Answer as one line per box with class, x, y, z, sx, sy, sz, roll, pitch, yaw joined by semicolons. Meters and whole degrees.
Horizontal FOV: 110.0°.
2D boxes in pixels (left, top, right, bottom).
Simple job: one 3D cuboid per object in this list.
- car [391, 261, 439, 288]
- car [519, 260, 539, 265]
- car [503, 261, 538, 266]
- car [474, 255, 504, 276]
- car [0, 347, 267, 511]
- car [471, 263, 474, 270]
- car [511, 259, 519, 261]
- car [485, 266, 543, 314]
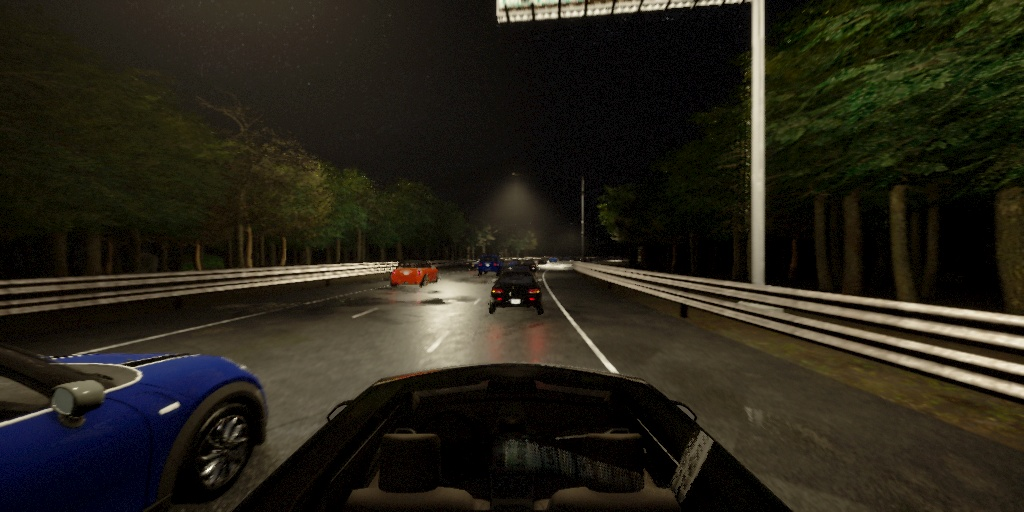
car;-6.343;1.088;23.989;2.097;1.767;4.553;0;0;3
car;2.154;1.272;44.955;1.812;1.442;4.674;0;0;6
car;0.711;1.312;26.319;1.994;1.385;4.181;0;0;3
car;-2.072;0.961;36.897;2.150;2.045;5.566;0;0;5
car;-3.413;1.095;1.584;2.097;1.767;4.553;0;0;0
car;-4.372;1.329;50.347;1.895;1.301;4.718;0;0;7
car;0.659;1.286;62.822;2.033;1.411;5.357;0;0;9
car;0.180;1.277;13.691;1.812;1.442;4.674;0;0;2
